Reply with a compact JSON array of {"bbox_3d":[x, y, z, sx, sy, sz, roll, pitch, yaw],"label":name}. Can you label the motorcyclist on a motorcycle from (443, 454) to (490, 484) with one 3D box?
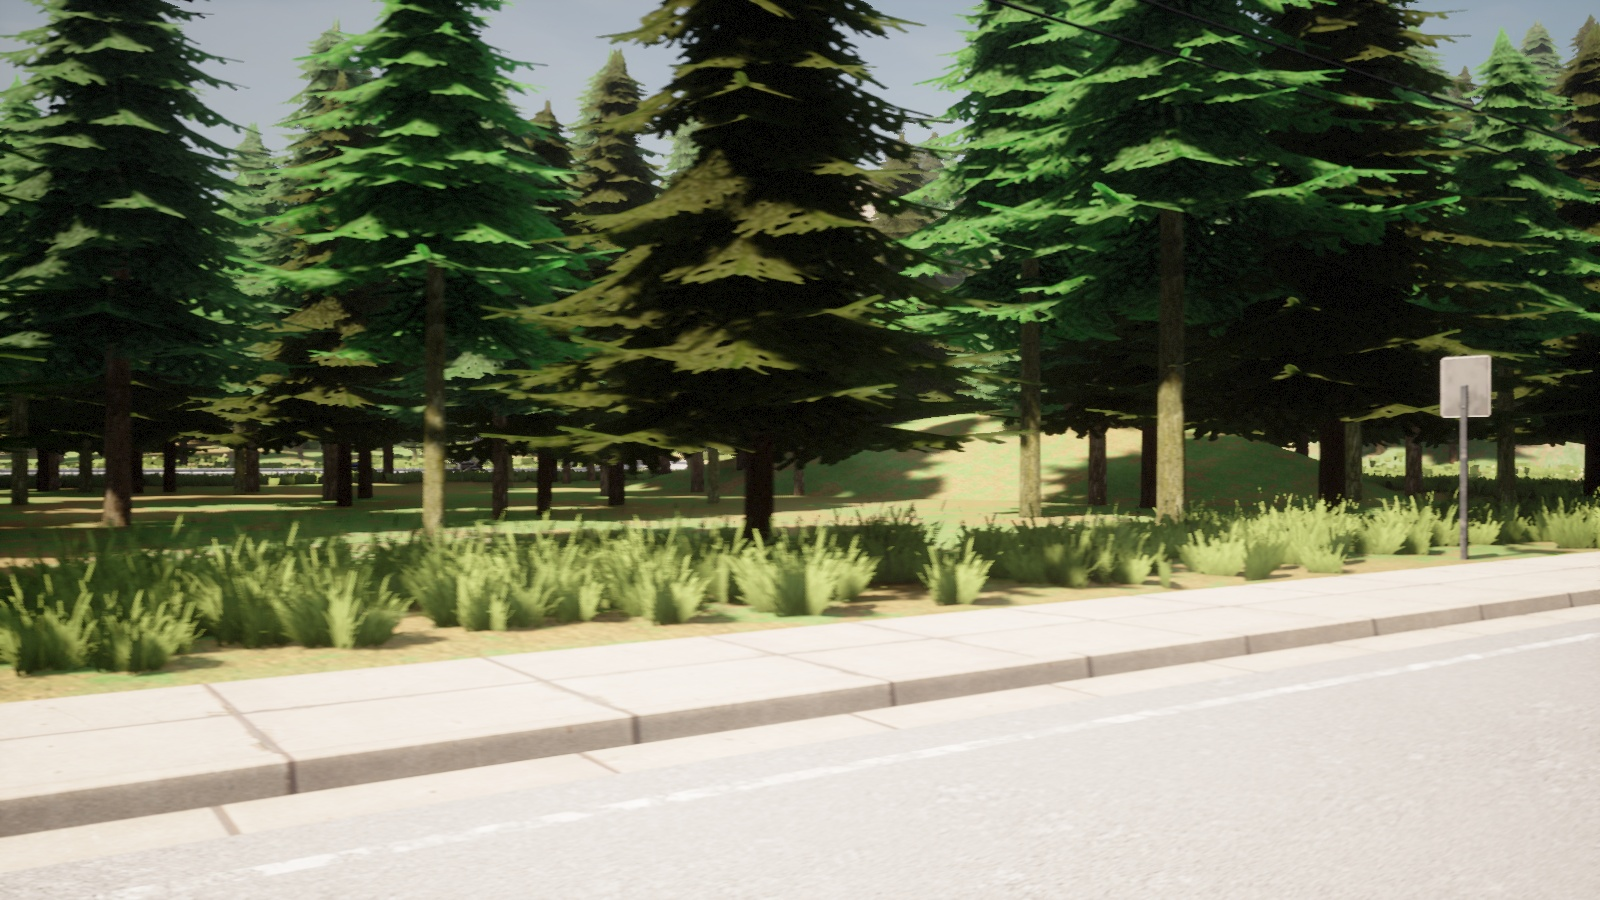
[{"bbox_3d":[-17.268,0.958,65.087,2.191,1.530,0.866,0,0,-35],"label":"motorcyclist on a motorcycle"}]
